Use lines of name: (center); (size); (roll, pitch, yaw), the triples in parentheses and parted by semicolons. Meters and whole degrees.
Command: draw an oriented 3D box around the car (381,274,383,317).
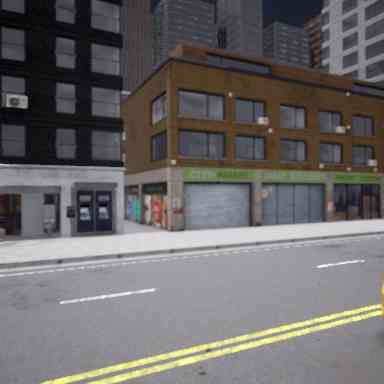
car: (5.260, 1.475, 5.313); (5.008, 1.535, 1.882); (0, -1, -26)
